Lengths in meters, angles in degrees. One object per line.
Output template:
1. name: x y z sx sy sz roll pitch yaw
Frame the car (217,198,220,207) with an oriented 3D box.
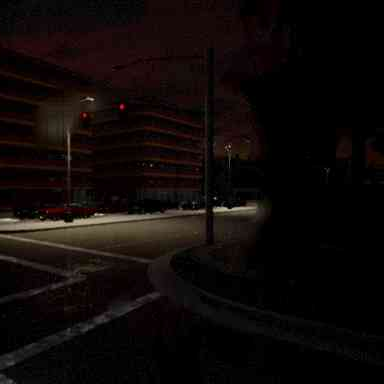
1. car: 2.735 1.485 50.467 2.128 1.511 4.902 0 0 36

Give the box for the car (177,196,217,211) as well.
1. car: 0.720 1.346 41.767 2.097 1.767 4.553 0 0 36

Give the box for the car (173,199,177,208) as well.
1. car: -3.167 1.557 42.363 1.994 1.385 4.181 0 0 36

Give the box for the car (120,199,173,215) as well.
1. car: -4.607 1.470 34.442 1.882 1.535 5.008 0 0 36

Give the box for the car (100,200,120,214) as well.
1. car: -8.075 1.555 35.595 1.994 1.385 4.181 0 0 37

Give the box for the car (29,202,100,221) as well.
1. car: -10.145 1.595 26.844 1.895 1.301 4.718 0 0 33

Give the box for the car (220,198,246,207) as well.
1. car: 6.418 1.558 49.575 1.994 1.385 4.181 0 0 36

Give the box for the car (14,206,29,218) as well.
1. car: -13.028 1.557 28.800 1.994 1.385 4.181 0 0 36
